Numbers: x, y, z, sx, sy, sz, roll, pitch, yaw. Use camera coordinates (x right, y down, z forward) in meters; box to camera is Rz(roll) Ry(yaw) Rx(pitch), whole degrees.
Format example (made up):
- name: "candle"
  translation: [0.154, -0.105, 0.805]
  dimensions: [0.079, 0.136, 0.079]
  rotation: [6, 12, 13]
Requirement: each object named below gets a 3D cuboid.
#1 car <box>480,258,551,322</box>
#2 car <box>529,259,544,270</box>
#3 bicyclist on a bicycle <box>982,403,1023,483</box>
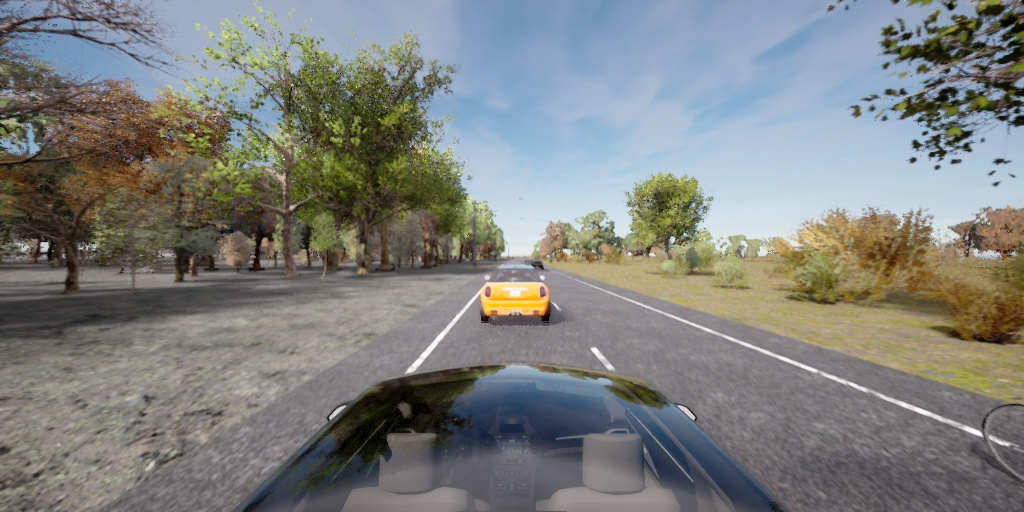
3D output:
- name: "car"
  translation: [0.094, 1.082, 12.354]
  dimensions: [2.097, 1.767, 4.553]
  rotation: [0, 0, 0]
- name: "car"
  translation: [3.577, 1.165, 52.753]
  dimensions: [1.837, 1.490, 4.892]
  rotation: [0, 0, 0]
- name: "bicyclist on a bicycle"
  translation: [4.466, 1.120, 2.498]
  dimensions: [0.659, 1.776, 1.843]
  rotation: [0, 0, 0]
